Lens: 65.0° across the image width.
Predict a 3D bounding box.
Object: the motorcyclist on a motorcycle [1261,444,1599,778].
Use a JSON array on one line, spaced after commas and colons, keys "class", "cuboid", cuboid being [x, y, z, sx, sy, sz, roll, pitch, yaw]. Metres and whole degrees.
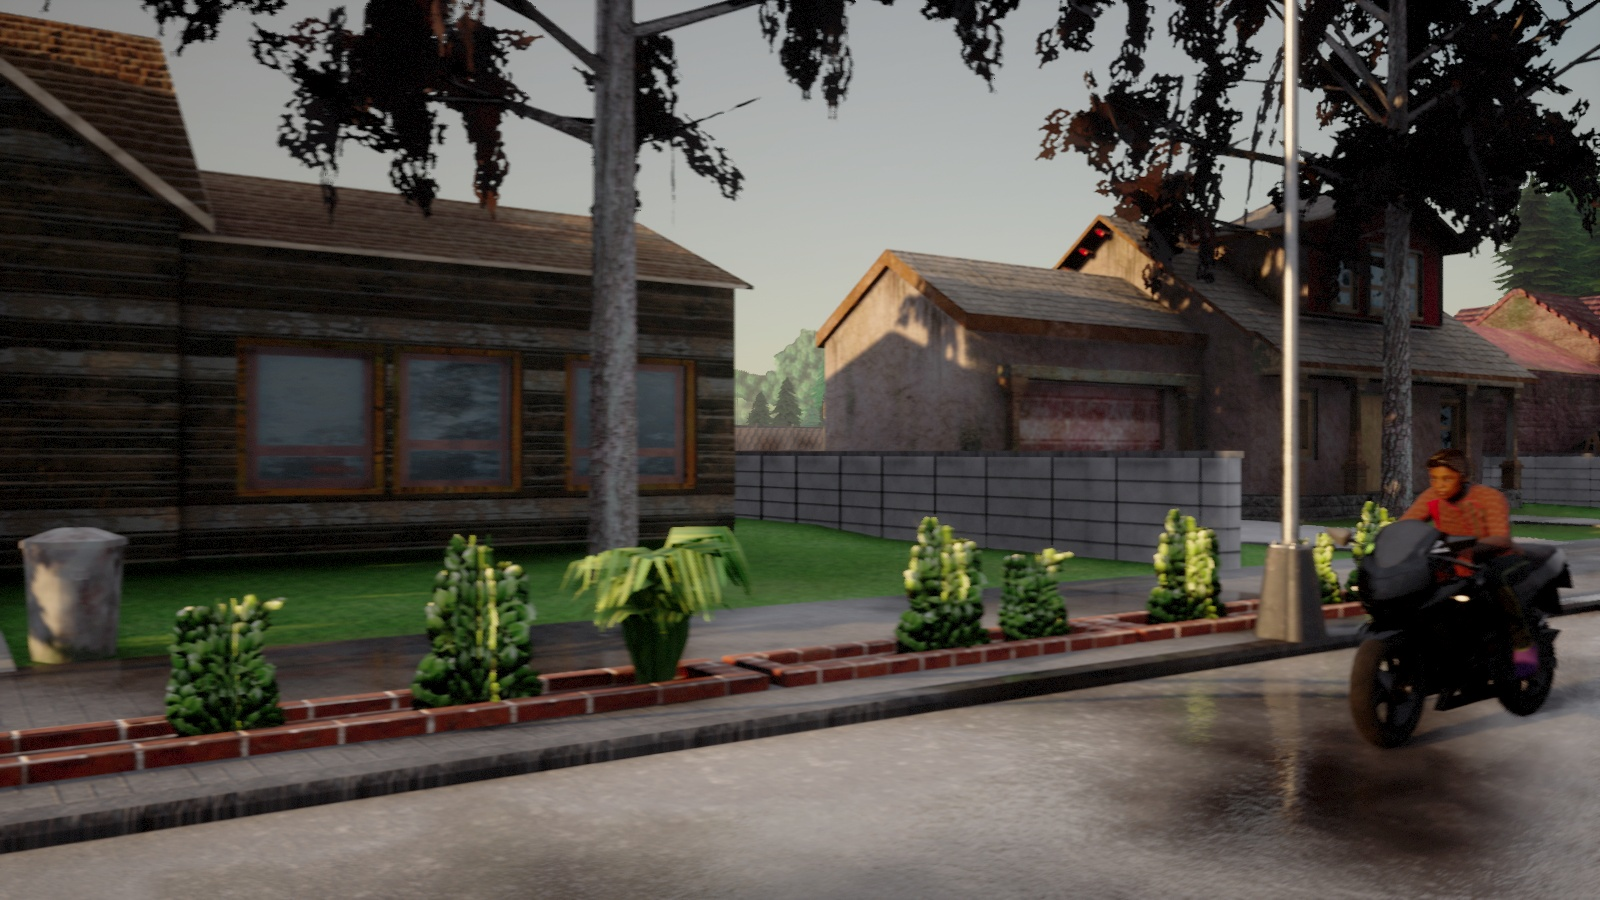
[{"class": "motorcyclist on a motorcycle", "cuboid": [3.410, 0.736, 6.642, 2.044, 1.523, 0.797, 0, 0, -35]}]
